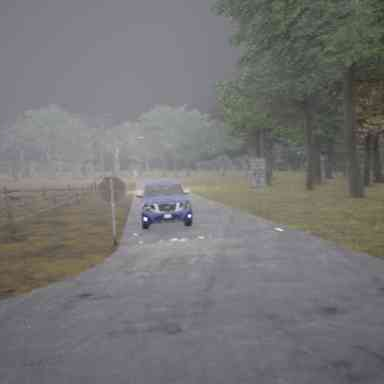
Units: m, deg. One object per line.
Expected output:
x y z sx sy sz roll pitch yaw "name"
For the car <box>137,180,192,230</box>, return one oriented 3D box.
-1.417 0.479 16.205 2.150 2.045 5.566 -3 4 -9 "car"
